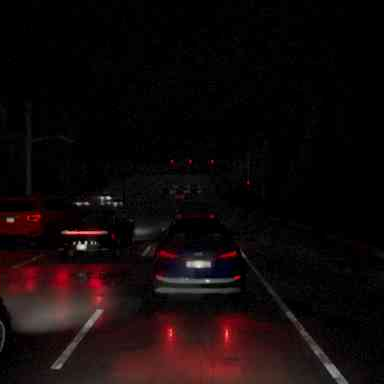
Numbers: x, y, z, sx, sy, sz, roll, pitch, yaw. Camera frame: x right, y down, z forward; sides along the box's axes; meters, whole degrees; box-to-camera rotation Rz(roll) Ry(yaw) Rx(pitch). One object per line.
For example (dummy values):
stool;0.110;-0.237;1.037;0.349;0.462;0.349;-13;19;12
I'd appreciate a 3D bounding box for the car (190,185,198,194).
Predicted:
car;0.459;-0.310;85.700;1.994;1.385;4.181;0;7;1

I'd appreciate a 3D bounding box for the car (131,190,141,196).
car;-13.593;0.233;80.575;1.812;1.442;4.674;0;5;1

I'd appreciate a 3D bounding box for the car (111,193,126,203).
car;-13.752;1.248;64.244;1.812;1.442;4.674;0;2;1

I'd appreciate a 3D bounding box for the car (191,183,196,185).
car;0.554;-1.689;95.291;1.837;1.490;4.892;0;7;1

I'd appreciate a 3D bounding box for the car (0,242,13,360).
car;-3.391;1.517;2.648;1.812;1.442;4.674;0;0;0

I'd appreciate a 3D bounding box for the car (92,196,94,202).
car;-20.733;1.065;64.570;2.097;1.767;4.553;0;2;1

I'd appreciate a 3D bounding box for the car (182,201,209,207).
car;0.173;1.296;17.542;2.097;1.767;4.553;0;0;0

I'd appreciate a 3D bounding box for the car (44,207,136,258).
car;-3.348;1.451;12.528;2.128;1.511;4.902;0;0;0

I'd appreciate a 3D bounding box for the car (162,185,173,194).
car;-6.549;-0.236;84.941;2.033;1.411;5.357;0;7;1

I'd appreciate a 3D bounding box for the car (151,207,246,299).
car;0.134;1.403;8.425;2.033;1.649;4.856;0;0;0

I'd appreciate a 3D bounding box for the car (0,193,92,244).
car;-6.868;1.172;15.558;2.150;2.045;5.566;0;0;3

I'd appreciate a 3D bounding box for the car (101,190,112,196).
car;-20.592;0.227;80.672;1.812;1.442;4.674;0;5;1

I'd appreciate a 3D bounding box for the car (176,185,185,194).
car;-3.045;-0.294;85.317;1.812;1.442;4.674;0;7;1
